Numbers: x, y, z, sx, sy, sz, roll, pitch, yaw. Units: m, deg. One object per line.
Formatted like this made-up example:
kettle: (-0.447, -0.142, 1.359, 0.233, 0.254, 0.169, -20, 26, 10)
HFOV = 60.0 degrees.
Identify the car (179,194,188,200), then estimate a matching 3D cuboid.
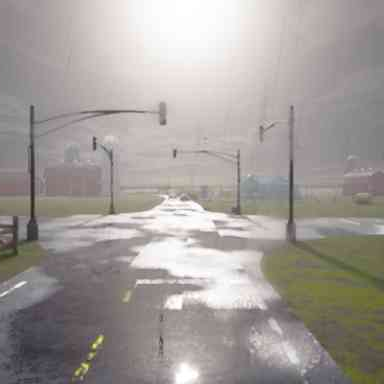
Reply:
car: (-2.196, 1.228, 84.595, 1.837, 1.490, 4.892, 0, 0, -4)

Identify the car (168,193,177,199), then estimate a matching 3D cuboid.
car: (-4.583, 0.963, 78.613, 1.812, 1.442, 4.674, 0, 0, -3)

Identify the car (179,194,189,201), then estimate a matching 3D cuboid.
car: (-1.602, 1.416, 74.610, 1.895, 1.301, 4.718, 0, 0, -3)
